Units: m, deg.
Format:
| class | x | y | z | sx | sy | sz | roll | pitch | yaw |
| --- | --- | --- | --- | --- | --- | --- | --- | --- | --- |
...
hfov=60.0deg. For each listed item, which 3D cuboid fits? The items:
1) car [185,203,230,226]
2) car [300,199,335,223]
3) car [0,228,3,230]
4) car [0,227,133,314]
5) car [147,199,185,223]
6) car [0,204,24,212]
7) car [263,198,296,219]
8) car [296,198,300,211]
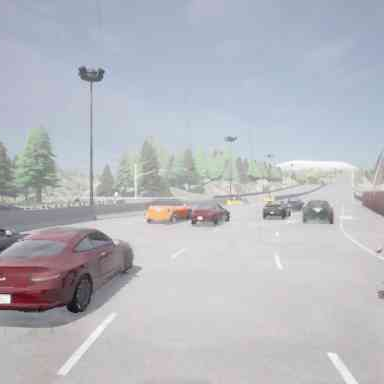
| class | x | y | z | sx | sy | sz | roll | pitch | yaw |
| --- | --- | --- | --- | --- | --- | --- | --- | --- | --- |
| car | 1.380 | 1.524 | 23.662 | 1.812 | 1.442 | 4.674 | 0 | 0 | 21 |
| car | 9.799 | 1.352 | 25.635 | 2.097 | 1.767 | 4.553 | 0 | 0 | 23 |
| car | -6.047 | 1.563 | 9.132 | 1.994 | 1.385 | 4.181 | 0 | 0 | 7 |
| car | -2.763 | 1.525 | 7.550 | 1.812 | 1.442 | 4.674 | 0 | 0 | 6 |
| car | -1.618 | 1.349 | 25.489 | 2.097 | 1.767 | 4.553 | 0 | 0 | 21 |
| car | -13.734 | 1.563 | 23.389 | 1.994 | 1.385 | 4.181 | 0 | 0 | 18 |
| car | 7.465 | 1.489 | 29.026 | 2.128 | 1.511 | 4.902 | 0 | 0 | 24 |
| car | 12.289 | 1.489 | 39.676 | 2.128 | 1.511 | 4.902 | 0 | 0 | 25 |
